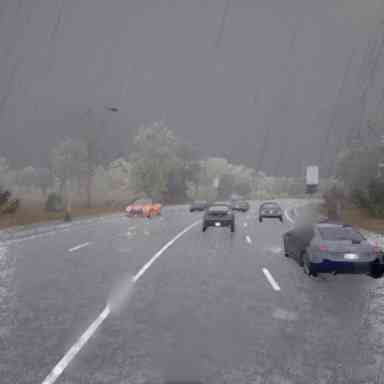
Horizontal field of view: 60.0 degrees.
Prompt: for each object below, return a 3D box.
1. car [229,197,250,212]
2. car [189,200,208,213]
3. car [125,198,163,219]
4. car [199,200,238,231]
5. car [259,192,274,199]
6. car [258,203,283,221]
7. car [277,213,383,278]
[{"bbox_3d":[5.523,1.579,38.361,1.994,1.385,4.181,0,0,15],"label":"car"},{"bbox_3d":[1.118,1.546,36.347,2.033,1.411,5.357,0,0,14],"label":"car"},{"bbox_3d":[-4.088,1.333,28.946,2.097,1.767,4.553,0,0,11],"label":"car"},{"bbox_3d":[1.750,1.509,20.583,1.837,1.490,4.892,0,0,8],"label":"car"},{"bbox_3d":[16.728,0.964,74.497,2.150,2.045,5.566,0,0,29],"label":"car"},{"bbox_3d":[6.427,1.568,27.317,2.033,1.411,5.357,0,0,11],"label":"car"},{"bbox_3d":[4.114,1.575,10.294,1.994,1.385,4.181,0,0,4],"label":"car"}]
